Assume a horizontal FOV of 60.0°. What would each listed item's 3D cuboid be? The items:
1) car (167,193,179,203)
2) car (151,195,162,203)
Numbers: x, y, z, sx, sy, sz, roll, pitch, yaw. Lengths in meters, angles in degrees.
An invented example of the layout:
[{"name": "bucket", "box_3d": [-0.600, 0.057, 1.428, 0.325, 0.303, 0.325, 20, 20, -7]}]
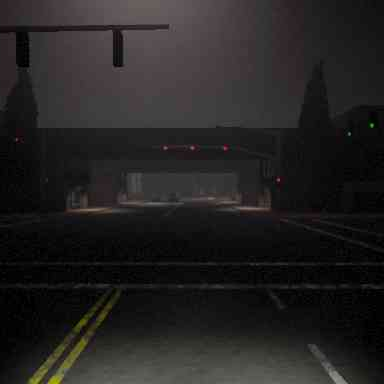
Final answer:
[{"name": "car", "box_3d": [-3.941, 1.150, 70.097, 2.150, 2.045, 5.566, 0, 0, 0]}, {"name": "car", "box_3d": [-7.441, 1.450, 70.151, 2.128, 1.511, 4.902, 0, 0, 0]}]
